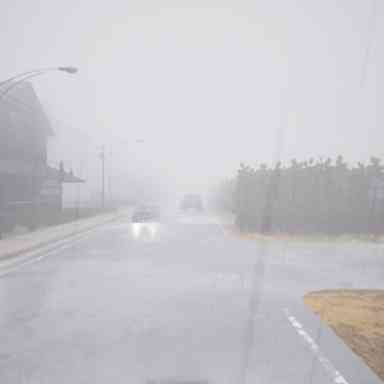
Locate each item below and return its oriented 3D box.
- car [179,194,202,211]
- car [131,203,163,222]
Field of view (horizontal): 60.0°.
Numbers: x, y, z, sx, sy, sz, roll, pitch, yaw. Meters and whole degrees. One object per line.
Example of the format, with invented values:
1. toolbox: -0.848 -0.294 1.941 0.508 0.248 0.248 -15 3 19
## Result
1. car: -0.196 1.238 40.622 2.150 2.045 5.566 0 0 -9
2. car: -3.429 1.573 26.002 1.994 1.385 4.181 0 0 1
